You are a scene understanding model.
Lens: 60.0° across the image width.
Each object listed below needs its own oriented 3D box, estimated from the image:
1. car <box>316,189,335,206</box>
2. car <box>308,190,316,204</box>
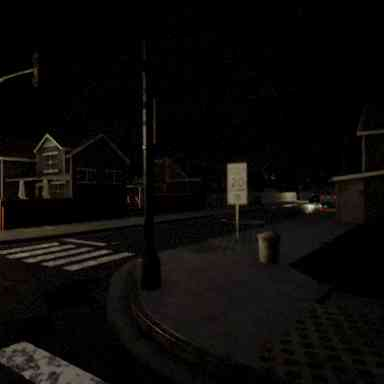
[{"bbox_3d":[17.348,0.683,40.827,2.150,2.045,5.566,0,0,34],"label":"car"},{"bbox_3d":[18.150,0.643,46.939,2.150,2.045,5.566,0,0,34],"label":"car"}]
